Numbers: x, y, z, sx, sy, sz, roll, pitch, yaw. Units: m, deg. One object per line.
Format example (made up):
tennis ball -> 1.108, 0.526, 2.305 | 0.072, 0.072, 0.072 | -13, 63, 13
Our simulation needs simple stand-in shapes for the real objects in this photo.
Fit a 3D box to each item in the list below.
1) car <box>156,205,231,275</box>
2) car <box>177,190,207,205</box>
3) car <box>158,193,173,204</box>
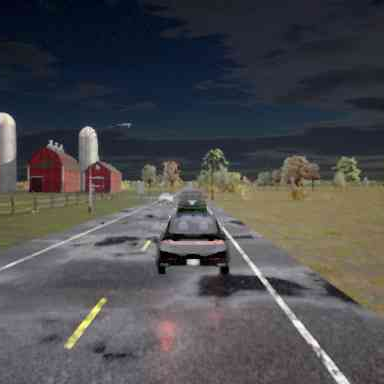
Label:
car -> 0.041, 1.355, 9.950 | 2.128, 1.511, 4.902 | 0, 1, 0
car -> 0.027, 0.863, 26.391 | 2.150, 2.045, 5.566 | 0, 1, 0
car -> -3.646, 0.878, 46.685 | 1.812, 1.442, 4.674 | 0, 1, 0
